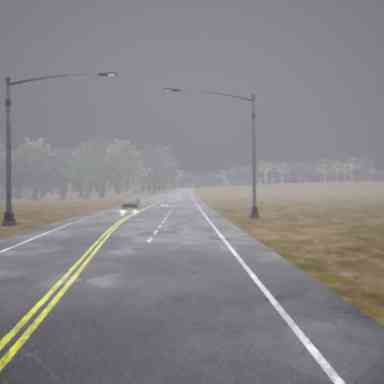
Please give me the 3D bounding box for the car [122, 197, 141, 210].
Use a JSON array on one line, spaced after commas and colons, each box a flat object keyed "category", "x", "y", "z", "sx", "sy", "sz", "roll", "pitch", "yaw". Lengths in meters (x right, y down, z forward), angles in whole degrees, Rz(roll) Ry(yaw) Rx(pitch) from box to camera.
[{"category": "car", "x": -7.838, "y": 1.409, "z": 43.180, "sx": 1.882, "sy": 1.535, "sz": 5.008, "roll": 0, "pitch": 0, "yaw": -1}]
